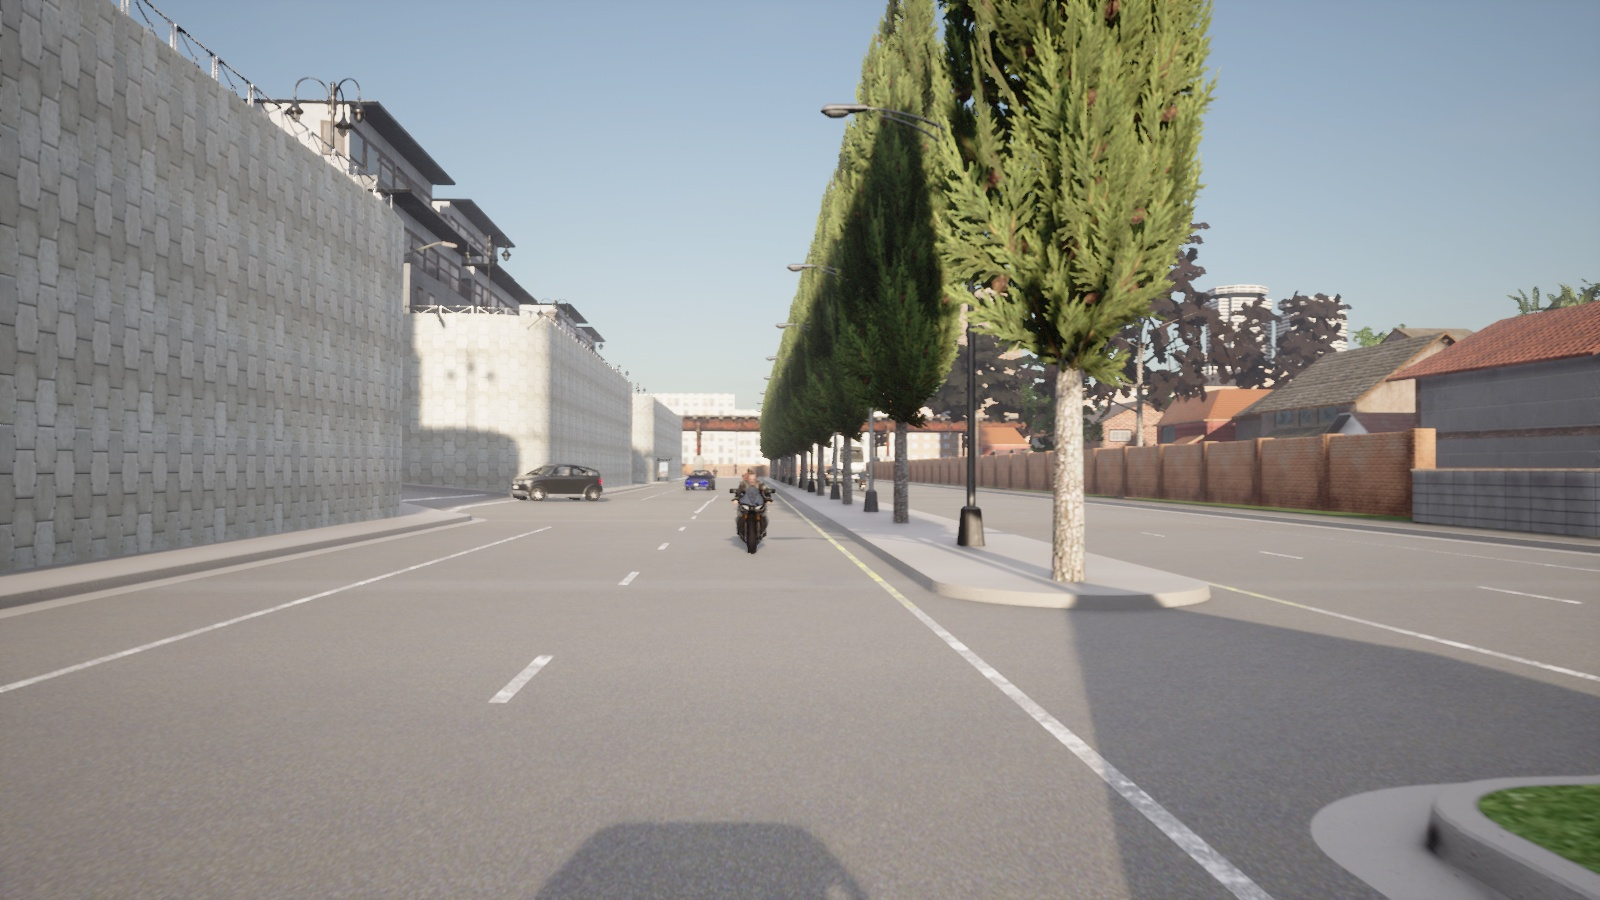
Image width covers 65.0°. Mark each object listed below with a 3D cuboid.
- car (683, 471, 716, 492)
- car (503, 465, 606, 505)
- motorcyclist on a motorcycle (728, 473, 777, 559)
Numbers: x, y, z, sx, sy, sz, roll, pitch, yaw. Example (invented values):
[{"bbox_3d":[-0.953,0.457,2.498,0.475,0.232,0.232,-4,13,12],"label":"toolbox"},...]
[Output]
[{"bbox_3d":[-7.107,2.208,89.138,1.816,1.474,4.193,0,-1,3],"label":"car"},{"bbox_3d":[-10.119,1.434,51.815,3.705,1.549,1.789,1,0,-38],"label":"car"},{"bbox_3d":[-0.907,1.212,23.812,0.866,1.530,2.191,0,-1,-2],"label":"motorcyclist on a motorcycle"}]
